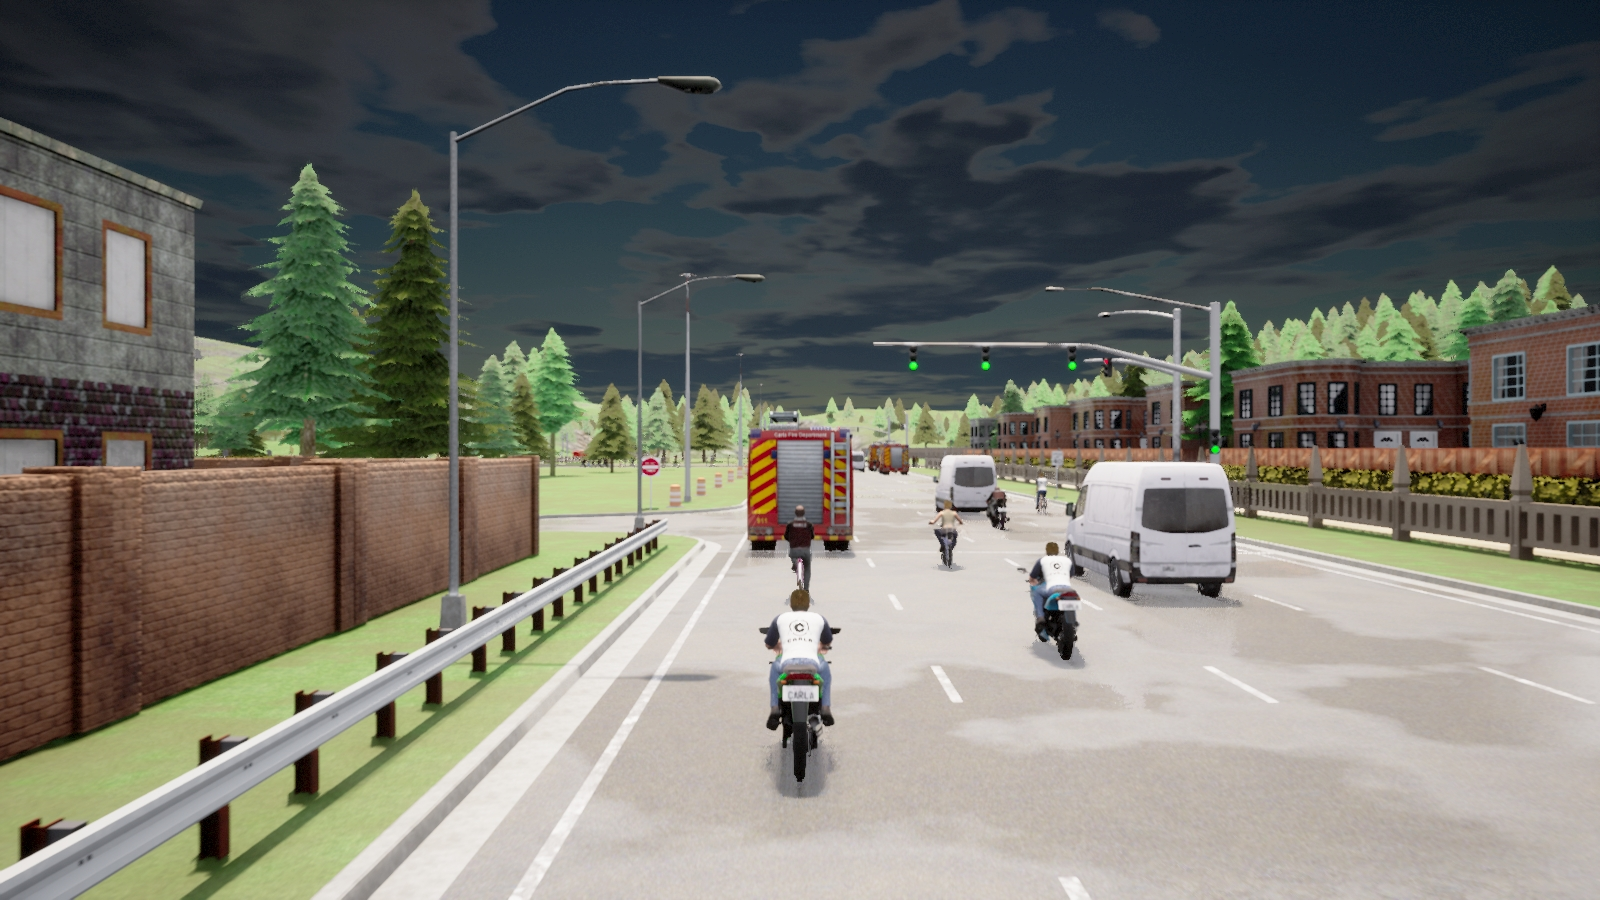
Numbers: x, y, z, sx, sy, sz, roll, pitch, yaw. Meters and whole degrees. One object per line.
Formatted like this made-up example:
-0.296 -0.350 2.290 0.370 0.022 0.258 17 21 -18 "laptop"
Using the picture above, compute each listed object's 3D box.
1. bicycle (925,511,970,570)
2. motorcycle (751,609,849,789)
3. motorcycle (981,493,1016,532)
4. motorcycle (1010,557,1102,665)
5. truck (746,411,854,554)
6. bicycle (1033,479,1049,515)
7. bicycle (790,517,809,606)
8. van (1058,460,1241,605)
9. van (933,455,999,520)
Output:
3.500 2.143 27.220 0.859 1.277 1.487 0 0 0 "bicycle"
0.000 2.179 10.364 0.803 1.199 2.033 0 0 0 "motorcycle"
7.000 2.184 40.410 0.867 1.251 2.209 0 0 0 "motorcycle"
3.500 2.178 15.805 0.803 1.199 2.033 0 0 0 "motorcycle"
-0.004 0.872 34.903 2.891 3.827 8.468 0 0 0 "truck"
10.472 2.030 49.656 0.373 1.496 1.643 0 0 0 "bicycle"
-0.007 2.049 21.311 0.329 1.471 1.835 0 0 0 "bicycle"
6.995 1.522 23.634 1.988 2.561 5.915 0 0 0 "van"
6.995 1.509 48.733 1.988 2.561 5.915 0 0 0 "van"
